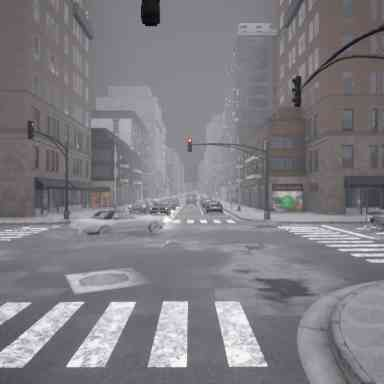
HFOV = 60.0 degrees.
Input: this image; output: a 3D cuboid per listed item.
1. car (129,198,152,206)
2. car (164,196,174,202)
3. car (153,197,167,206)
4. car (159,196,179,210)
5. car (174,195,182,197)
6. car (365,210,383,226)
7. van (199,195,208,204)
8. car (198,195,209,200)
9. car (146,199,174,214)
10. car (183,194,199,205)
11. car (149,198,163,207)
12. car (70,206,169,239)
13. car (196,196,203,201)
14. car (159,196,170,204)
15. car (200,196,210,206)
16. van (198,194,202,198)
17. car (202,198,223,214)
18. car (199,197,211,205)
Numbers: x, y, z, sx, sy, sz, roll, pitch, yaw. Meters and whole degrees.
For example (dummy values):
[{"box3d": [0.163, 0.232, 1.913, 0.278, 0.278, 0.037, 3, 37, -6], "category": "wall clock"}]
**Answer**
[{"box3d": [-5.661, 1.480, 36.098, 1.967, 1.590, 4.097, 0, 0, 0], "category": "car"}, {"box3d": [-5.574, 1.694, 80.183, 2.008, 1.369, 4.403, 0, 0, 0], "category": "car"}, {"box3d": [-5.617, 1.634, 58.140, 2.008, 1.369, 4.403, 0, 0, 0], "category": "car"}, {"box3d": [-3.105, 1.617, 43.438, 1.994, 1.385, 4.181, 0, 0, 1], "category": "car"}, {"box3d": [-3.078, 1.636, 53.397, 1.994, 1.385, 4.181, 0, 0, 0], "category": "car"}, {"box3d": [13.384, 1.442, 20.591, 4.902, 1.511, 2.128, 0, 0, 0], "category": "car"}, {"box3d": [2.429, 1.453, 69.146, 1.690, 1.788, 3.998, 0, 0, 0], "category": "van"}, {"box3d": [2.397, 1.637, 52.614, 1.947, 1.339, 4.313, 0, 0, 0], "category": "car"}, {"box3d": [-3.129, 1.637, 33.460, 1.895, 1.301, 4.718, 0, 0, 0], "category": "car"}, {"box3d": [-0.128, 1.580, 60.641, 2.128, 1.511, 4.902, 0, 0, 0], "category": "car"}, {"box3d": [-5.628, 1.653, 52.629, 1.802, 1.307, 4.206, 0, 0, 0], "category": "car"}, {"box3d": [-3.780, 1.613, 17.571, 4.718, 1.301, 1.895, 0, 0, -42], "category": "car"}, {"box3d": [2.061, 1.698, 90.050, 1.812, 1.442, 4.674, 0, 0, 0], "category": "car"}, {"box3d": [-5.596, 1.552, 69.162, 1.967, 1.590, 4.097, 0, 0, 0], "category": "car"}, {"box3d": [2.386, 1.641, 47.103, 1.802, 1.307, 4.206, 0, 0, 0], "category": "car"}, {"box3d": [2.408, 1.424, 58.125, 1.690, 1.788, 3.998, 0, 0, 0], "category": "van"}, {"box3d": [2.364, 1.606, 36.081, 1.947, 1.339, 4.313, 0, 0, 0], "category": "car"}, {"box3d": [2.418, 1.647, 63.635, 2.008, 1.369, 4.403, 0, 0, 0], "category": "car"}]
